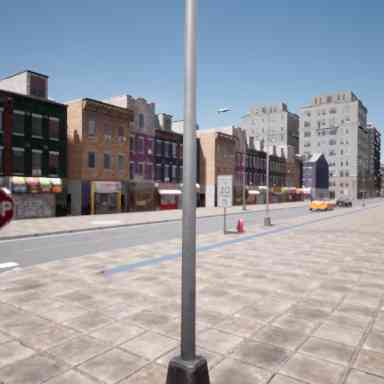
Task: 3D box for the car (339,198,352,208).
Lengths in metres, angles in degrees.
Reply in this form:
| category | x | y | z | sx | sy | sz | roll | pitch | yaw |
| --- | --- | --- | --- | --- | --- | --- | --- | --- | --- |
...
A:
| category | x | y | z | sx | sy | sz | roll | pitch | yaw |
| --- | --- | --- | --- | --- | --- | --- | --- | --- | --- |
| car | 23.755 | 1.653 | 52.083 | 1.812 | 1.442 | 4.674 | 1 | 0 | 36 |

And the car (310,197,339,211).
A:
| category | x | y | z | sx | sy | sz | roll | pitch | yaw |
| --- | --- | --- | --- | --- | --- | --- | --- | --- | --- |
| car | 16.570 | 1.441 | 42.100 | 2.097 | 1.767 | 4.553 | 1 | 0 | 36 |
